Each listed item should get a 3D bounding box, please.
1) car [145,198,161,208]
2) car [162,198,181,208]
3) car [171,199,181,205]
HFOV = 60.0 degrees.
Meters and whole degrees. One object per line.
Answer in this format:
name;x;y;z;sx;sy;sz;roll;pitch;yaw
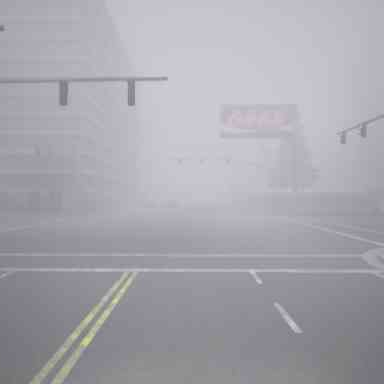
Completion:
car;-7.055;2.009;58.036;1.882;1.535;5.008;0;0;0
car;-3.551;2.077;57.804;2.033;1.411;5.357;0;-1;1
car;-3.511;2.199;73.794;1.812;1.442;4.674;0;-1;0
